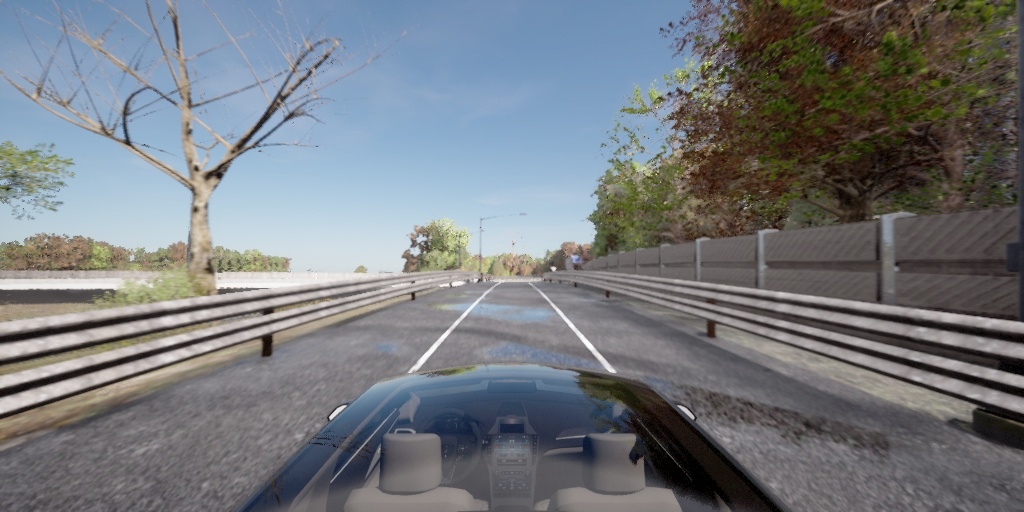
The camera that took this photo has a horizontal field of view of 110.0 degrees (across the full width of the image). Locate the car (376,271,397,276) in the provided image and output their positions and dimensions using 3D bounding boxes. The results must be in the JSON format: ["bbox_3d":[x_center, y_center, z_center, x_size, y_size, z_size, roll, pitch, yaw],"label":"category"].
[{"bbox_3d":[-18.592,3.128,55.405,4.553,1.767,2.097,3,-5,-41],"label":"car"}]
